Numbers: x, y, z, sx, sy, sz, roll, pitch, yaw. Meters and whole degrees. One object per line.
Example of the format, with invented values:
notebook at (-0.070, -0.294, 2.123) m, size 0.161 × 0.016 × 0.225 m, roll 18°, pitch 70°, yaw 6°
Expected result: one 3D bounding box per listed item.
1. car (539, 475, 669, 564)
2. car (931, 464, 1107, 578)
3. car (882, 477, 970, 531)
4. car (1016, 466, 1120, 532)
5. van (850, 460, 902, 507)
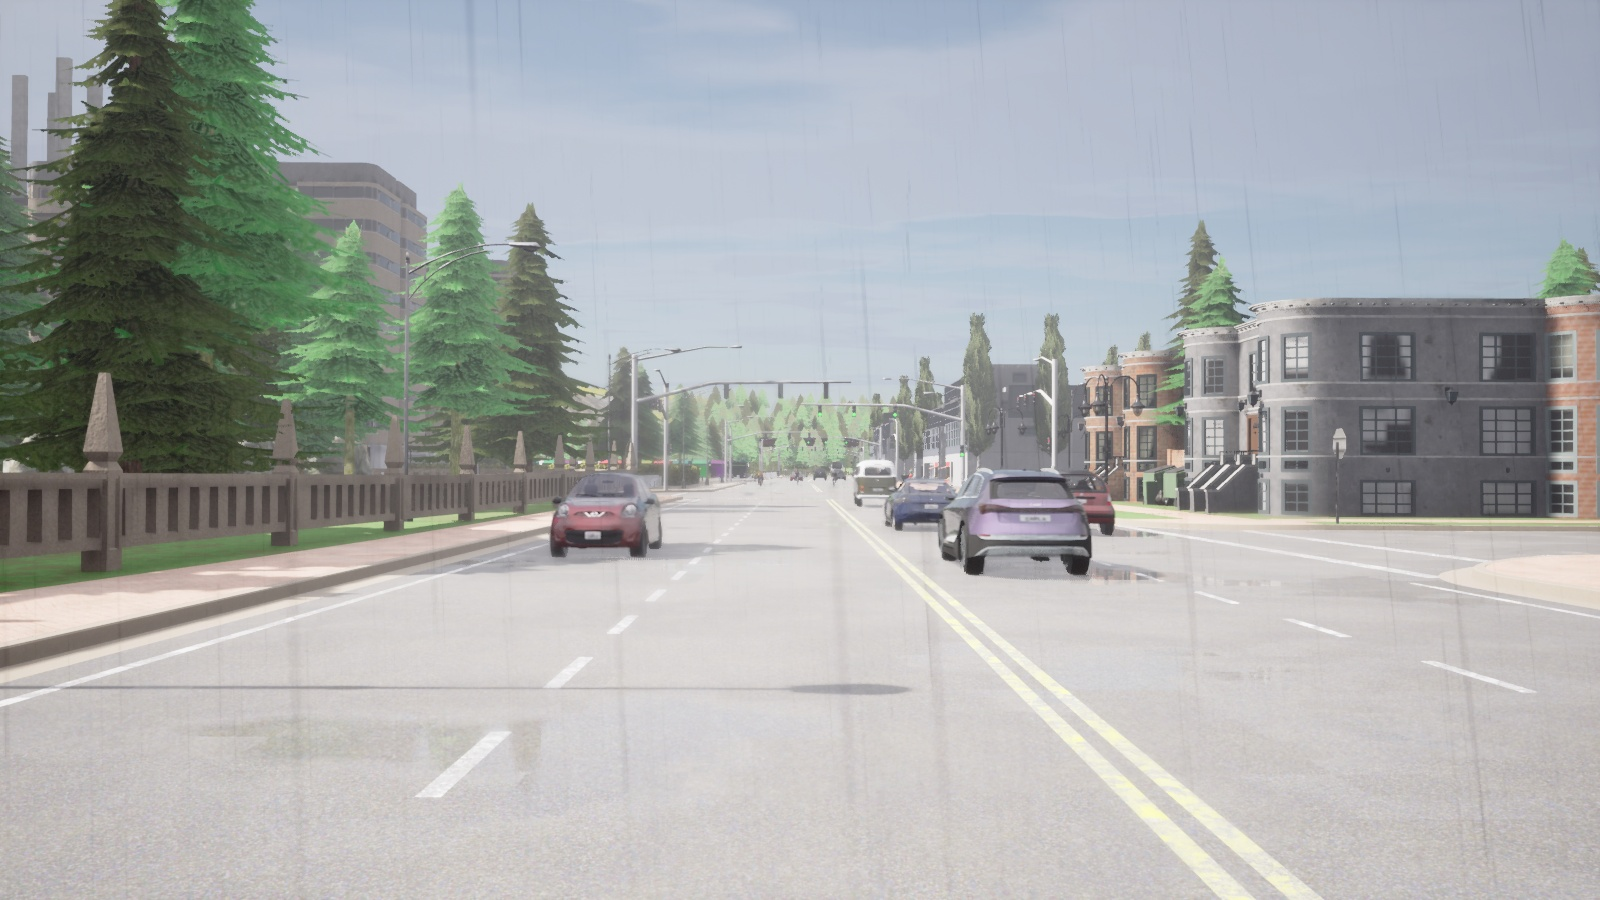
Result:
car at (-3.552, 1.233, 23.314) m, size 1.845 × 1.501 × 3.633 m, roll 0°, pitch -1°, yaw 0°
car at (3.453, 1.079, 20.750) m, size 2.033 × 1.649 × 4.856 m, roll 0°, pitch -1°, yaw 0°
car at (3.423, 1.447, 34.746) m, size 1.994 × 1.385 × 4.181 m, roll 0°, pitch -1°, yaw 0°
car at (6.926, 1.235, 32.807) m, size 1.851 × 1.617 × 3.988 m, roll 0°, pitch -1°, yaw 0°
van at (3.373, 1.472, 56.536) m, size 2.069 × 2.038 × 4.480 m, roll 0°, pitch -1°, yaw 0°
